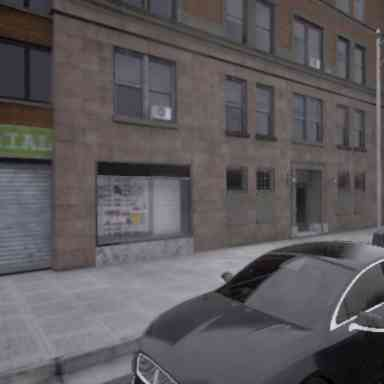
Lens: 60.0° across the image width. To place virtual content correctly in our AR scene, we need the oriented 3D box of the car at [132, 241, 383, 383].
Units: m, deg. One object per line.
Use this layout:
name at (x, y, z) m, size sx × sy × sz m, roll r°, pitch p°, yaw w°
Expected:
car at (1.642, 1.475, 4.234) m, size 4.892 × 1.490 × 1.837 m, roll -1°, pitch 0°, yaw -35°
